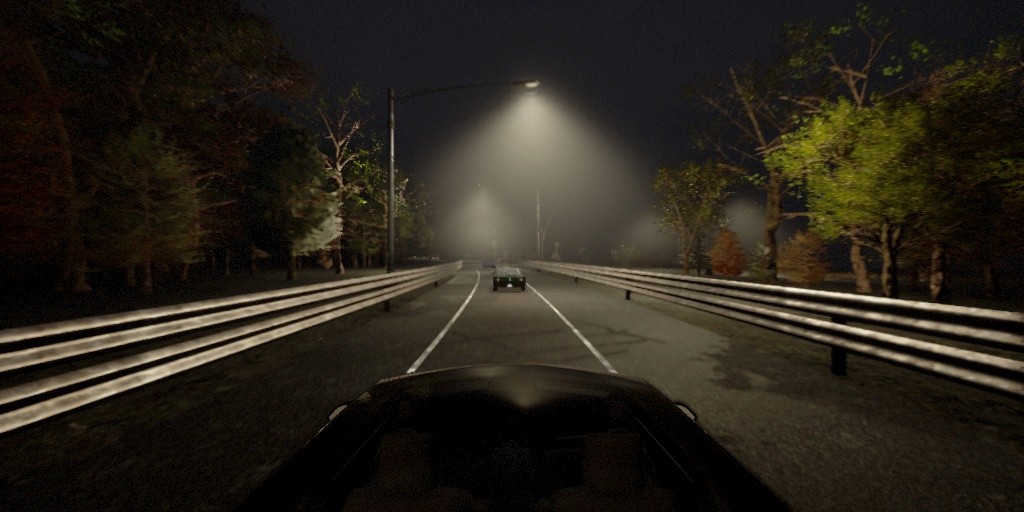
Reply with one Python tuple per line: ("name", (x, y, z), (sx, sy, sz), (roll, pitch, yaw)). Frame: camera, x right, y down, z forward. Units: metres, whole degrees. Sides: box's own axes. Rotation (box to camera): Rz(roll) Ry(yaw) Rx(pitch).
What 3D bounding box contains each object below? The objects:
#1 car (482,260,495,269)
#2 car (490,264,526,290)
("car", (-3.632, 1.287, 55.654), (2.033, 1.411, 5.357), (0, 0, -9))
("car", (-0.258, 1.358, 22.254), (1.895, 1.301, 4.718), (0, 0, -3))
